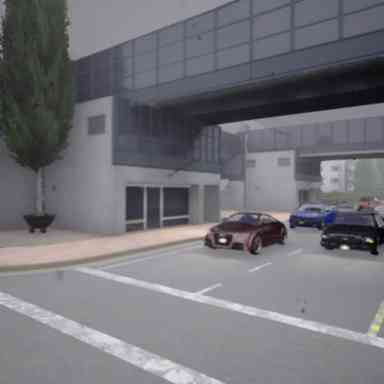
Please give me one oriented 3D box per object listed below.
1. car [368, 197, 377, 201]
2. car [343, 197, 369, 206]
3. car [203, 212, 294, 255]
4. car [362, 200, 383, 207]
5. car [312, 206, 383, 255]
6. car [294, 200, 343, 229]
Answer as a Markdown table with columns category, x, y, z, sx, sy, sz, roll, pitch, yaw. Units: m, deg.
| category | x | y | z | sx | sy | sz | roll | pitch | yaw |
| --- | --- | --- | --- | --- | --- | --- | --- | --- | --- |
| car | 19.084 | 1.310 | 36.157 | 2.097 | 1.767 | 4.553 | 1 | 0 | 37 |
| car | 13.246 | 1.448 | 28.258 | 2.128 | 1.511 | 4.902 | 1 | 0 | 36 |
| car | 2.243 | 1.518 | 13.273 | 1.994 | 1.385 | 4.181 | 1 | 0 | 36 |
| car | 12.491 | 1.510 | 21.310 | 1.812 | 1.442 | 4.674 | 1 | 0 | 36 |
| car | 6.833 | 1.530 | 13.613 | 2.033 | 1.411 | 5.357 | 1 | 0 | 36 |
| car | 7.558 | 1.433 | 20.516 | 1.882 | 1.535 | 5.008 | 1 | 0 | 36 |
